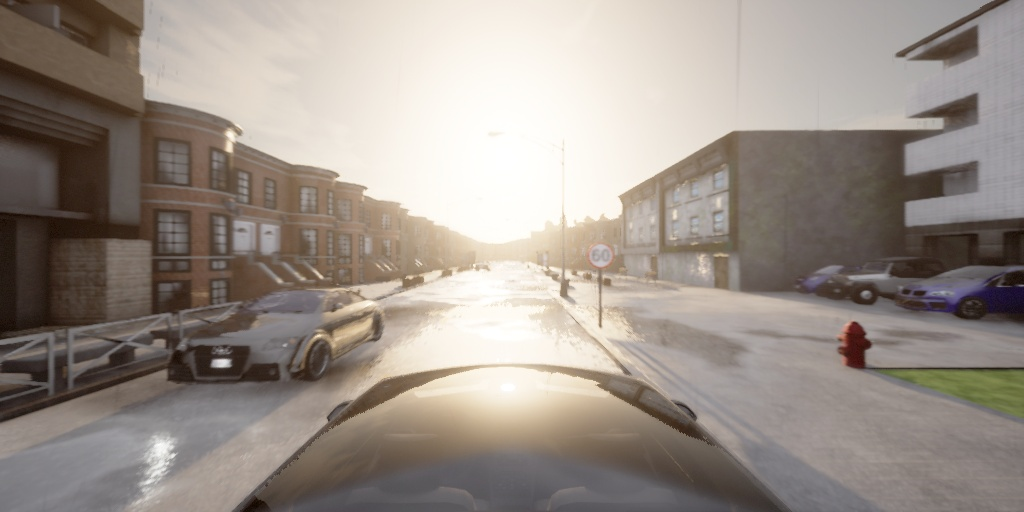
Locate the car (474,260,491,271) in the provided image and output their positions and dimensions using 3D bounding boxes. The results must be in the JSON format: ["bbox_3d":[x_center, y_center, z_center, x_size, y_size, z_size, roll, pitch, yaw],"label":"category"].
[{"bbox_3d":[-3.943,1.282,48.469,2.128,1.511,4.902,0,0,1],"label":"car"}]

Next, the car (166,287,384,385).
[{"bbox_3d":[-4.090,1.323,7.041,1.994,1.385,4.181,0,0,0],"label":"car"}]
